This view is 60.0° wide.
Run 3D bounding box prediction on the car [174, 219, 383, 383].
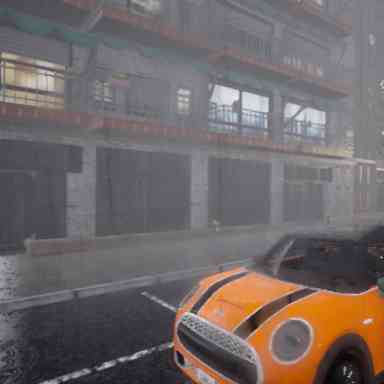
[{"bbox_3d":[1.979,1.338,4.745,4.553,1.767,2.097,0,0,-35],"label":"car"}]
